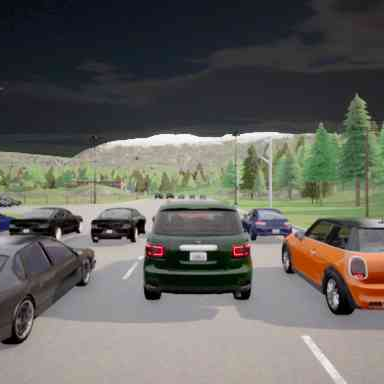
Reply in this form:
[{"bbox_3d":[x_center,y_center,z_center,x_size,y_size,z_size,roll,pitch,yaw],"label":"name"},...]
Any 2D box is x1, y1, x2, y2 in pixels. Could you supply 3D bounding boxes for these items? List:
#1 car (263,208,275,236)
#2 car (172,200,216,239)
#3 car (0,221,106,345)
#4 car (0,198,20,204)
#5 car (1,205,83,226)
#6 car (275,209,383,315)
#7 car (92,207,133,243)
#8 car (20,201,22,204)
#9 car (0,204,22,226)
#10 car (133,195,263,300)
[{"bbox_3d":[3.612,1.524,16.603,1.812,1.442,4.674,0,0,0],"label":"car"},{"bbox_3d":[0.111,1.350,18.024,2.097,1.767,4.553,0,0,0],"label":"car"},{"bbox_3d":[-3.399,1.547,6.305,2.033,1.411,5.357,0,0,0],"label":"car"},{"bbox_3d":[-28.003,1.541,47.282,5.357,1.411,2.033,0,0,0],"label":"car"},{"bbox_3d":[-6.890,1.476,16.303,1.882,1.535,5.008,0,0,0],"label":"car"},{"bbox_3d":[3.601,1.351,7.703,2.097,1.767,4.553,0,0,0],"label":"car"},{"bbox_3d":[-3.391,1.476,16.132,1.882,1.535,5.008,0,0,0],"label":"car"},{"bbox_3d":[-28.317,1.558,50.787,4.181,1.385,1.994,0,0,0],"label":"car"},{"bbox_3d":[-10.390,1.524,16.334,1.812,1.442,4.674,0,0,0],"label":"car"},{"bbox_3d":[0.108,1.220,8.502,2.150,2.045,5.566,0,0,0],"label":"car"}]
